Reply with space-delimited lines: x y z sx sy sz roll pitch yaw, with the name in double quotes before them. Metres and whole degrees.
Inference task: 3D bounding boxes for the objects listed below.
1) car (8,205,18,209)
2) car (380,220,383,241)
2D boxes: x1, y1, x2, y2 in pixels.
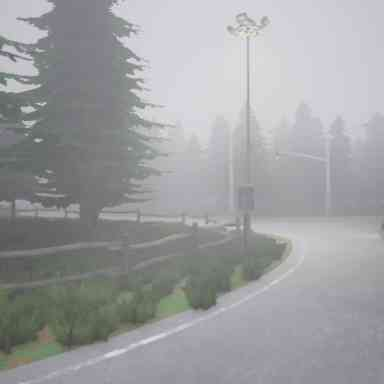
"car" -21.249 2.062 37.129 4.718 1.301 1.895 -1 -1 30
"car" 9.877 1.650 14.748 1.837 1.490 4.892 0 -1 16
